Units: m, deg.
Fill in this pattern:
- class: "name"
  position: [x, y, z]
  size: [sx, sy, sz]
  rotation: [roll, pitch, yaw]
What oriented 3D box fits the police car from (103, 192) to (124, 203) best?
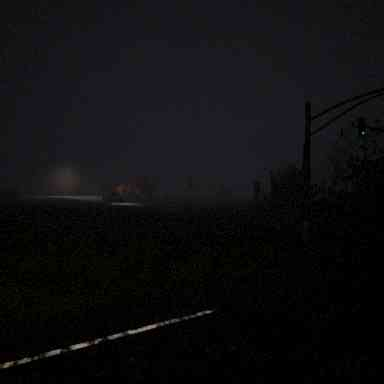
- class: "police car"
  position: [-11.733, 0.816, 49.841]
  size: [2.038, 1.542, 4.974]
  rotation: [1, 0, -32]
